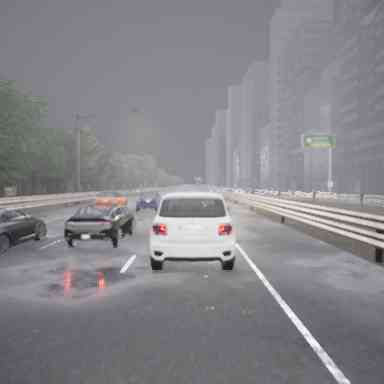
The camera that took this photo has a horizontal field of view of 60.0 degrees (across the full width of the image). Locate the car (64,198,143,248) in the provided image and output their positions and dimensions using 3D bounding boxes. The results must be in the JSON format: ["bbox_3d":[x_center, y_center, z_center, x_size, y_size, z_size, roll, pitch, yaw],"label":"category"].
[{"bbox_3d":[-3.504,1.205,13.361,2.128,1.511,4.902,0,1,0],"label":"car"}]

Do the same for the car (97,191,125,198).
[{"bbox_3d":[-7.103,0.739,29.356,2.097,1.767,4.553,0,1,0],"label":"car"}]

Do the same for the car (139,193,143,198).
[{"bbox_3d":[-3.603,0.738,29.382,2.097,1.767,4.553,0,1,0],"label":"car"}]

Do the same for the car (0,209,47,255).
[{"bbox_3d":[-7.000,1.305,12.088,1.994,1.385,4.181,0,1,0],"label":"car"}]

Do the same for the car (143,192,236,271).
[{"bbox_3d":[0.006,0.996,10.292,2.150,2.045,5.566,0,1,0],"label":"car"}]

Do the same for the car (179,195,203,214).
[{"bbox_3d":[-0.097,1.011,28.158,1.895,1.301,4.718,0,1,0],"label":"car"}]
